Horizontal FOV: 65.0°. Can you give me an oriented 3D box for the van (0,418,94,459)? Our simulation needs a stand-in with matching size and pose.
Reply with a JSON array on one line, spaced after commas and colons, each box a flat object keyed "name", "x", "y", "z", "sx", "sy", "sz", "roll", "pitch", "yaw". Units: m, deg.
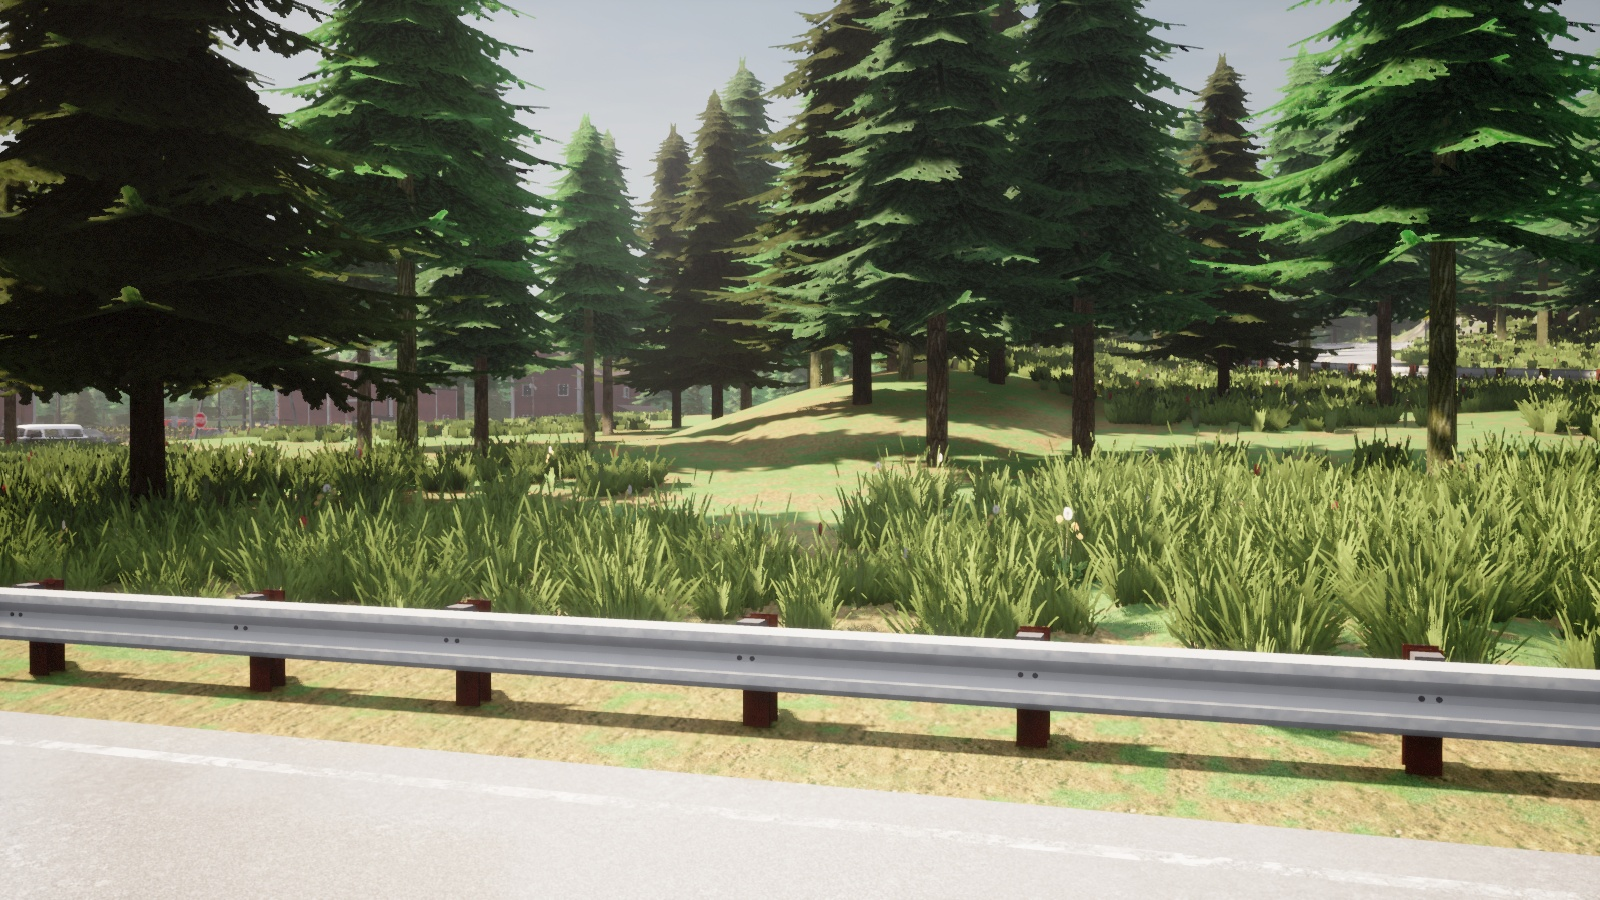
[{"name": "van", "x": -38.945, "y": -0.603, "z": 64.534, "sx": 2.069, "sy": 2.038, "sz": 4.480, "roll": 1, "pitch": 1, "yaw": 16}]
